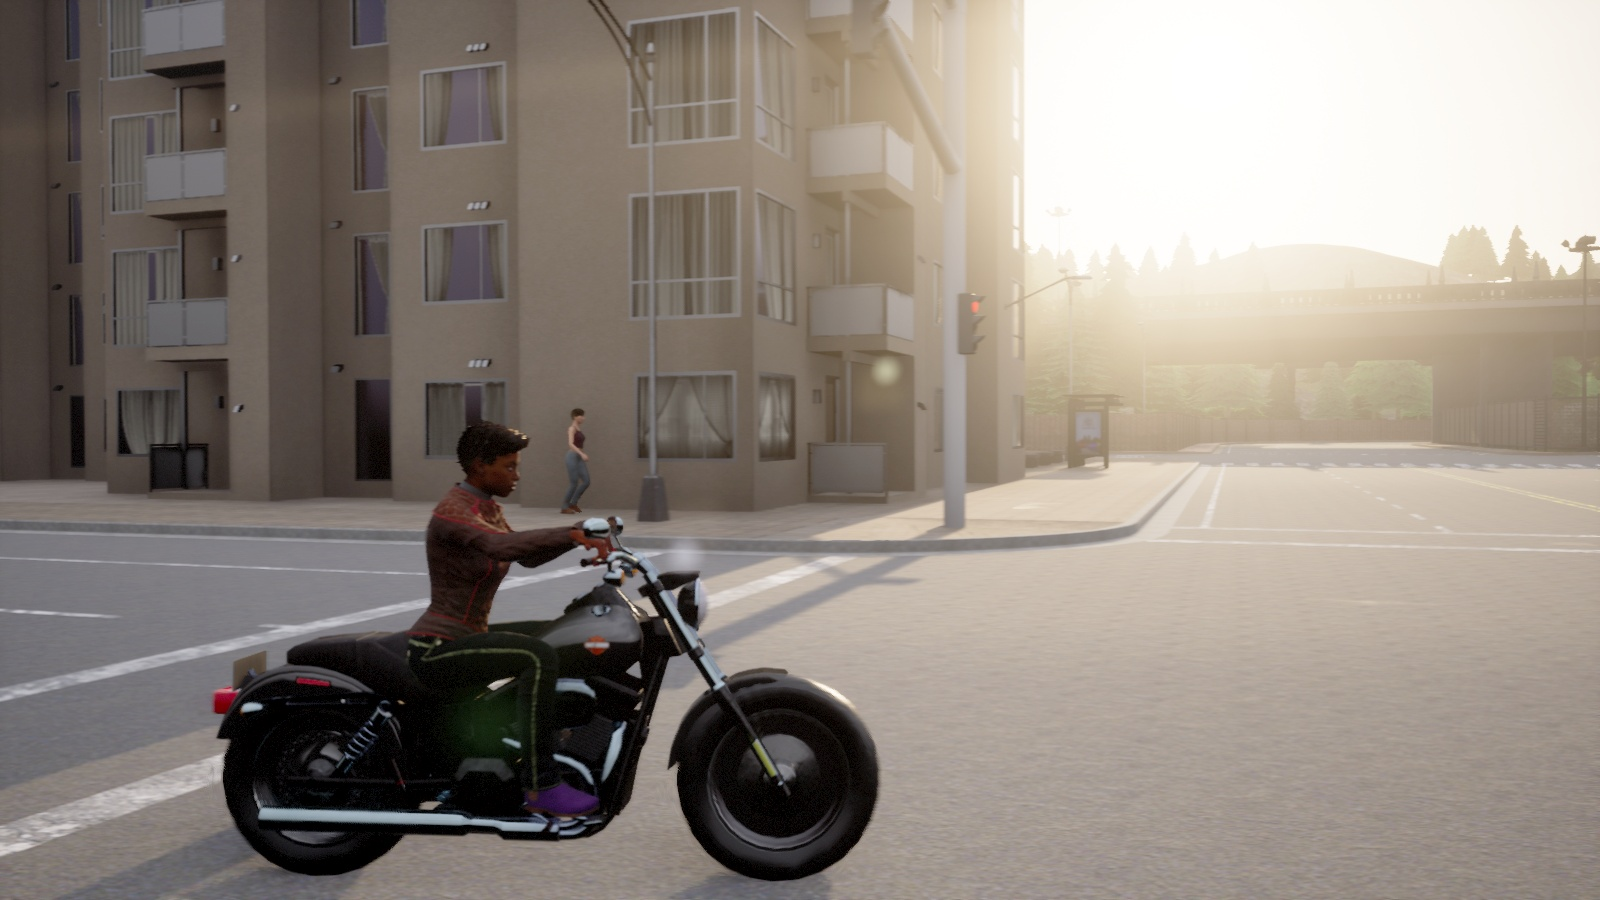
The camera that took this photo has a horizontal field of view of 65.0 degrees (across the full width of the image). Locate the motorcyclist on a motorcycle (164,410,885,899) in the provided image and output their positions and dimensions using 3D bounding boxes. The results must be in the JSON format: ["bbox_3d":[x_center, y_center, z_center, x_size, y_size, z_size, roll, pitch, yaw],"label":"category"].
[{"bbox_3d":[-0.892,0.702,4.453,2.350,1.649,0.766,0,0,2],"label":"motorcyclist on a motorcycle"}]

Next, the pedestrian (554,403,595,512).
[{"bbox_3d":[-3.837,0.128,21.385,0.594,1.836,0.345,0,1,15],"label":"pedestrian"}]
